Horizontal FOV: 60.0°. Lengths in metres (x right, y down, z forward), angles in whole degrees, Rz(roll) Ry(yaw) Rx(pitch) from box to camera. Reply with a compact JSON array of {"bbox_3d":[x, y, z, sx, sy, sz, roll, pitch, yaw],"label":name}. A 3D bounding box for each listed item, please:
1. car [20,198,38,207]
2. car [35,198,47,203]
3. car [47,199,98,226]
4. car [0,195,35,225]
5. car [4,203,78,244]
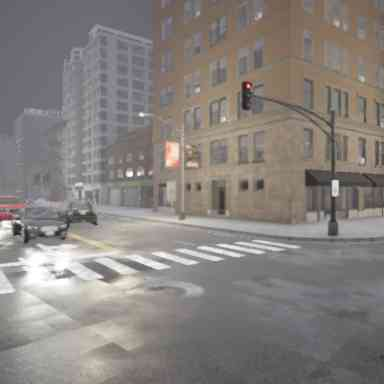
[{"bbox_3d":[-26.502,1.724,53.968,1.895,1.301,4.718,0,0,-36],"label":"car"},{"bbox_3d":[-20.692,1.613,45.935,1.812,1.442,4.674,0,0,-36],"label":"car"},{"bbox_3d":[-8.225,1.374,23.104,2.097,1.767,4.553,0,0,-36],"label":"car"},{"bbox_3d":[-13.417,1.246,24.427,2.150,2.045,5.566,0,0,-36],"label":"car"},{"bbox_3d":[-7.533,1.507,16.279,2.128,1.511,4.902,0,0,-36],"label":"car"}]
